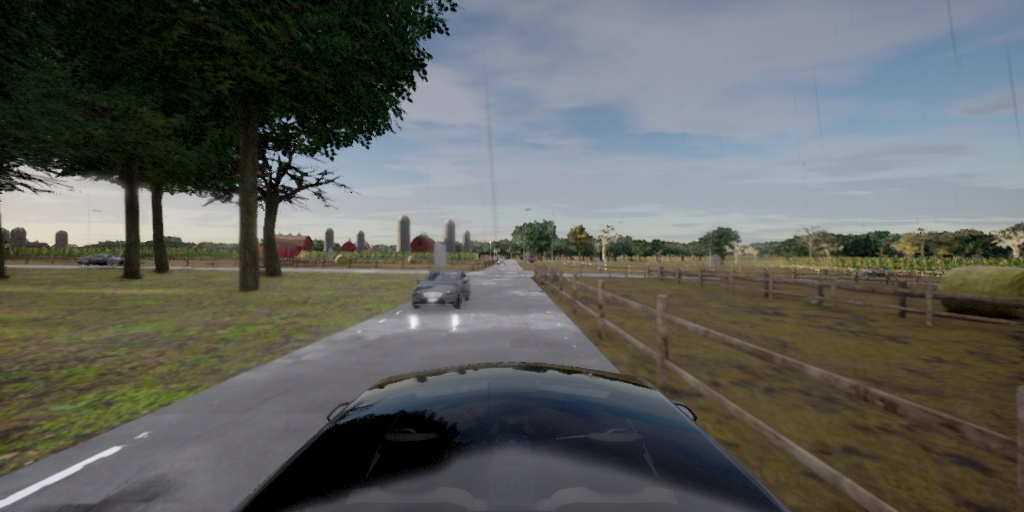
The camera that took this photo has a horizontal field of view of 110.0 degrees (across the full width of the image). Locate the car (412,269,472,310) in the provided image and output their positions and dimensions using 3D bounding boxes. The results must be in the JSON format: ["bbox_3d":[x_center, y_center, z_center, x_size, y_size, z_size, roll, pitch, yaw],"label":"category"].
[{"bbox_3d":[-2.844,1.325,15.289,2.128,1.511,4.902,0,0,0],"label":"car"}]
